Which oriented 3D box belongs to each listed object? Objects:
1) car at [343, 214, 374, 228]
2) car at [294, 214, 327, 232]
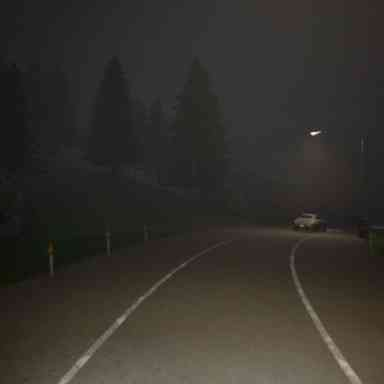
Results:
[{"bbox_3d":[19.377,3.386,38.636,4.902,1.511,2.128,5,-2,-40],"label":"car"},{"bbox_3d":[10.278,2.634,28.754,1.812,1.442,4.674,1,-3,36],"label":"car"}]
